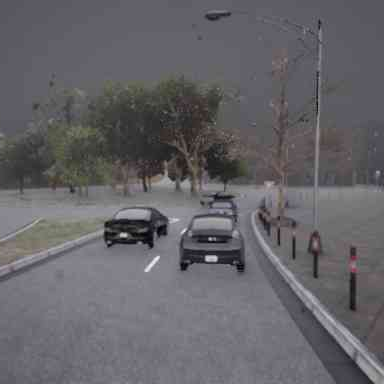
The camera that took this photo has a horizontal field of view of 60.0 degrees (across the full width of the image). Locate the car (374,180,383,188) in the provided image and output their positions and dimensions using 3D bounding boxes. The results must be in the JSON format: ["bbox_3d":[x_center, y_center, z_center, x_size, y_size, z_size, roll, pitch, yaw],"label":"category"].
[{"bbox_3d":[38.293,-1.702,65.579,2.185,1.767,4.553,-1,4,-12],"label":"car"}]

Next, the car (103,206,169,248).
[{"bbox_3d":[-2.232,1.357,14.457,1.882,1.535,5.008,0,1,6],"label":"car"}]

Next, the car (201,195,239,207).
[{"bbox_3d":[2.131,1.205,22.447,2.033,1.411,5.357,1,2,10],"label":"car"}]

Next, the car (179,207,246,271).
[{"bbox_3d":[0.701,1.457,10.903,1.837,1.490,4.892,0,0,5],"label":"car"}]

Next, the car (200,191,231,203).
[{"bbox_3d":[2.632,0.626,32.724,2.128,1.511,4.902,2,4,33],"label":"car"}]
